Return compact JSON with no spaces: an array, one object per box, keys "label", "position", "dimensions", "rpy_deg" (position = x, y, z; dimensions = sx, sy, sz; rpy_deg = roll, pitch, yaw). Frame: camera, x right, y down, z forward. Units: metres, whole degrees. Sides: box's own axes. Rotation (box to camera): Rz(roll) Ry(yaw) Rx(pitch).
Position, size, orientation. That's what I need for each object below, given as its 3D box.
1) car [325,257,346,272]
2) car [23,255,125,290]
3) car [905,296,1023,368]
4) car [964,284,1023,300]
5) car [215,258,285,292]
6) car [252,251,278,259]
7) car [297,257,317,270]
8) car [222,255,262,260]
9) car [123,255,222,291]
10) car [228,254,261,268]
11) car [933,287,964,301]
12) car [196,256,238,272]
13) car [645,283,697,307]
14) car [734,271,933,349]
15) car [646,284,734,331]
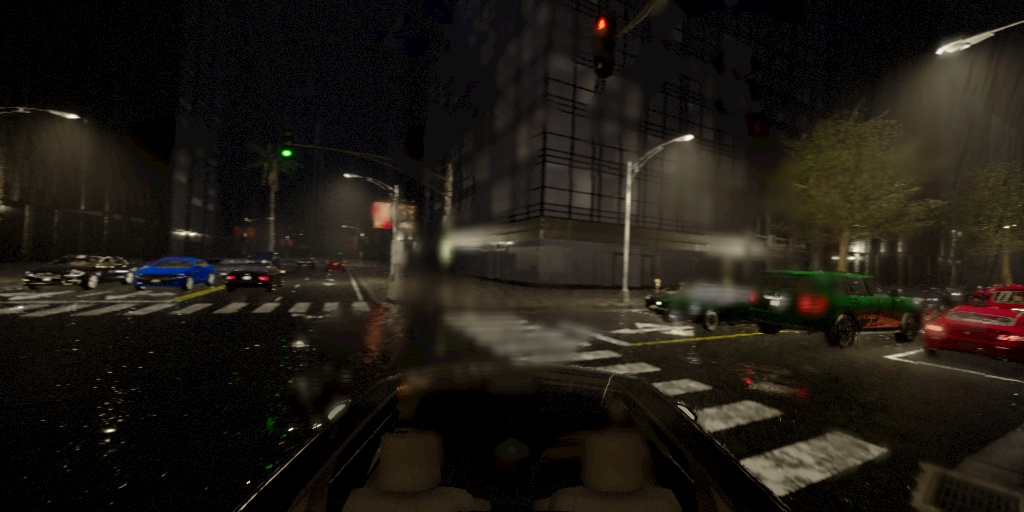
[{"label":"car","position":[-21.257,0.954,43.264],"dimensions":[2.097,1.767,4.553],"rpy_deg":[3,-1,-25]},{"label":"car","position":[-19.592,0.687,16.558],"dimensions":[1.837,1.490,4.892],"rpy_deg":[3,-1,-24]},{"label":"car","position":[11.851,1.917,8.803],"dimensions":[4.207,1.307,1.802],"rpy_deg":[0,0,-26]},{"label":"car","position":[16.904,1.897,11.294],"dimensions":[5.009,1.841,2.192],"rpy_deg":[0,0,-26]},{"label":"car","position":[-13.218,1.048,18.697],"dimensions":[2.033,1.411,5.357],"rpy_deg":[3,-1,-25]},{"label":"car","position":[-25.469,0.517,36.771],"dimensions":[2.150,2.045,5.566],"rpy_deg":[3,-1,-25]},{"label":"car","position":[-25.413,0.936,44.434],"dimensions":[2.128,1.511,4.902],"rpy_deg":[3,-1,-25]},{"label":"car","position":[-20.995,0.859,27.166],"dimensions":[2.033,1.411,5.357],"rpy_deg":[3,-1,-25]},{"label":"car","position":[-16.669,0.813,17.970],"dimensions":[1.882,1.535,5.008],"rpy_deg":[3,-1,-26]},{"label":"car","position":[-32.143,0.622,43.245],"dimensions":[2.128,1.511,4.902],"rpy_deg":[3,-1,-25]},{"label":"car","position":[25.893,2.654,22.143],"dimensions":[4.902,1.511,2.128],"rpy_deg":[3,-1,-26]},{"label":"car","position":[-27.675,0.708,33.808],"dimensions":[1.994,1.385,4.181],"rpy_deg":[3,-1,-25]},{"label":"car","position":[8.082,1.914,16.449],"dimensions":[4.313,1.339,1.948],"rpy_deg":[0,0,-26]},{"label":"car","position":[9.960,1.532,11.106],"dimensions":[5.566,2.045,2.150],"rpy_deg":[2,-1,-21]},{"label":"car","position":[7.466,1.855,13.072],"dimensions":[4.718,1.301,1.895],"rpy_deg":[3,-1,-26]}]
